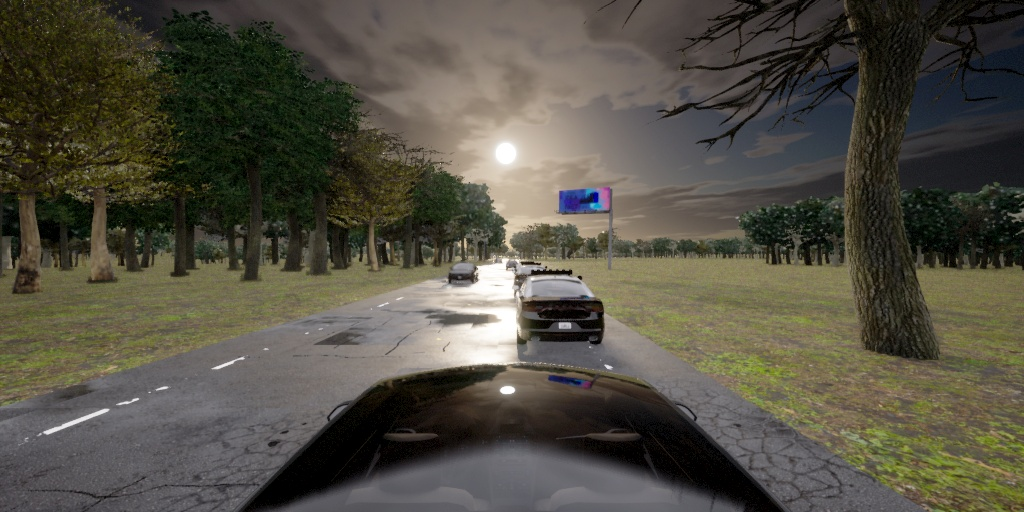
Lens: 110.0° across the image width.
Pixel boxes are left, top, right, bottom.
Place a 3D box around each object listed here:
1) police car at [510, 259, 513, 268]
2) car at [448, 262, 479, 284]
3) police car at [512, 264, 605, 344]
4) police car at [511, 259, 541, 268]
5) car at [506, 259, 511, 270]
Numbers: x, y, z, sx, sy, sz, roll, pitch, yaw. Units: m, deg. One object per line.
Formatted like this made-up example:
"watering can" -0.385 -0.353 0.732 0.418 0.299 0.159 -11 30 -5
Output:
"police car" 1.044 1.169 25.683 1.930 1.638 5.238 0 0 0
"car" -3.605 1.221 27.274 1.882 1.535 5.008 0 0 0
"police car" 1.048 1.173 9.681 1.930 1.638 5.238 0 0 0
"police car" 1.045 1.170 19.682 1.930 1.638 5.238 0 0 0
"car" 0.046 1.348 52.531 1.895 1.301 4.718 0 0 0
